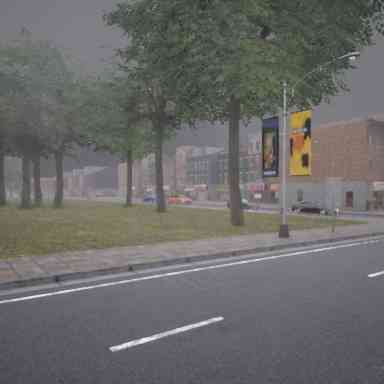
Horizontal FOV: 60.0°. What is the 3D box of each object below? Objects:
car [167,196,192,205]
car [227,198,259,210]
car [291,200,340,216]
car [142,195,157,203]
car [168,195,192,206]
[{"bbox_3d":[-2.291,1.409,58.687,2.128,1.511,4.902,1,0,-35],"label":"car"},{"bbox_3d":[6.298,1.535,41.675,1.812,1.442,4.674,1,0,-36],"label":"car"},{"bbox_3d":[12.282,1.593,33.295,2.128,1.511,4.902,1,0,-36],"label":"car"},{"bbox_3d":[-8.293,1.360,67.003,1.882,1.535,5.008,1,0,-36],"label":"car"},{"bbox_3d":[-1.867,1.268,53.154,2.097,1.767,4.553,1,0,-35],"label":"car"}]
